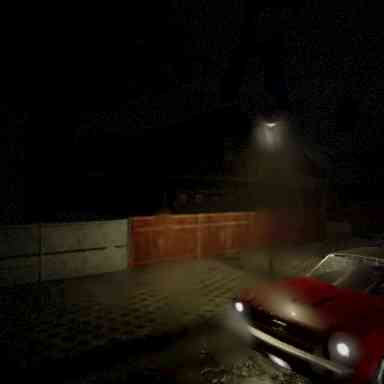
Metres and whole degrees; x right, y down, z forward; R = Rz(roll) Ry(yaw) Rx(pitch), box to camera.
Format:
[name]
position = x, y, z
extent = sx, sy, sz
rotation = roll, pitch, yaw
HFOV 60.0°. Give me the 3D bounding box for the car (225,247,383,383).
[car]
position = 2.785, 1.613, 5.060
extent = 4.718, 1.301, 1.895
rotation = 0, 0, -36
